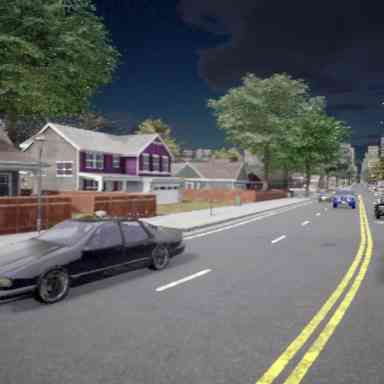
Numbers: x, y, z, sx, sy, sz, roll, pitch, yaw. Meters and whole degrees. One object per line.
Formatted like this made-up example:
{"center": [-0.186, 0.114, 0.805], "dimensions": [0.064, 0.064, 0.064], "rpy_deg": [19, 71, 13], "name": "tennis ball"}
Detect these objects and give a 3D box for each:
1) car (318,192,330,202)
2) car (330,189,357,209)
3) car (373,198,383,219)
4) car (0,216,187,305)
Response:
{"center": [20.556, 0.761, 51.093], "dimensions": [2.128, 1.511, 4.902], "rpy_deg": [2, 1, 27], "name": "car"}
{"center": [16.882, 0.718, 36.700], "dimensions": [2.150, 2.045, 5.566], "rpy_deg": [2, 1, 27], "name": "car"}
{"center": [14.777, 1.196, 24.899], "dimensions": [2.128, 1.511, 4.902], "rpy_deg": [2, 1, 27], "name": "car"}
{"center": [-2.270, 1.317, 7.915], "dimensions": [2.033, 1.411, 5.357], "rpy_deg": [2, 2, 35], "name": "car"}
